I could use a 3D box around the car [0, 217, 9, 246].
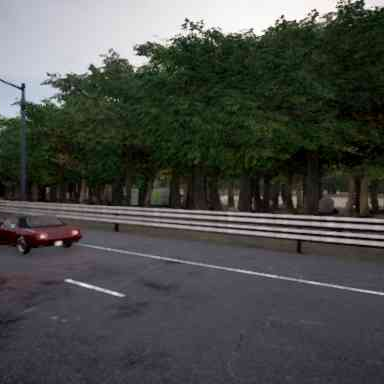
[{"bbox_3d":[-7.477,1.413,9.567,5.008,1.535,1.882,0,0,37],"label":"car"}]

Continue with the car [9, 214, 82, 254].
[{"bbox_3d":[-6.505,1.529,13.210,4.718,1.301,1.895,0,0,38],"label":"car"}]
